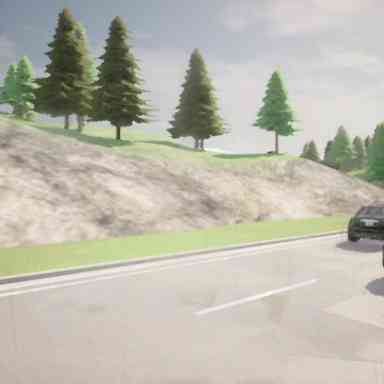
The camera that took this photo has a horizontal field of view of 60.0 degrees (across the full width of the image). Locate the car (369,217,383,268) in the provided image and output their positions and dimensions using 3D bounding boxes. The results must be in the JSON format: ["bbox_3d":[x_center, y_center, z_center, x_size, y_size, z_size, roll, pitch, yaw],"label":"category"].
[{"bbox_3d":[6.997,1.479,9.052,4.892,1.490,1.837,0,0,-37],"label":"car"}]

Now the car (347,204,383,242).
[{"bbox_3d":[8.963,1.321,14.889,4.553,1.767,2.097,0,0,-37],"label":"car"}]
